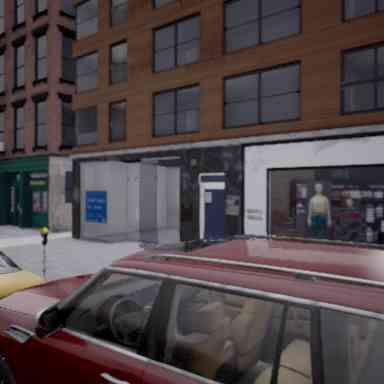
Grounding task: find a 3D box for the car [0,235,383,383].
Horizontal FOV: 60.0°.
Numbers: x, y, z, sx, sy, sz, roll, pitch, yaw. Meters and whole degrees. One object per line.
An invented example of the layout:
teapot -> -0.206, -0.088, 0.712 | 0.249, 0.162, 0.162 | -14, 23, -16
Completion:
car -> 0.190, 1.307, 2.674 | 5.009, 1.841, 2.192 | 0, 0, 35
